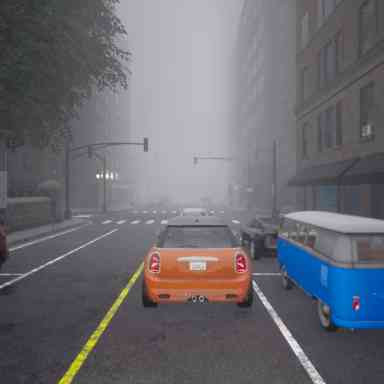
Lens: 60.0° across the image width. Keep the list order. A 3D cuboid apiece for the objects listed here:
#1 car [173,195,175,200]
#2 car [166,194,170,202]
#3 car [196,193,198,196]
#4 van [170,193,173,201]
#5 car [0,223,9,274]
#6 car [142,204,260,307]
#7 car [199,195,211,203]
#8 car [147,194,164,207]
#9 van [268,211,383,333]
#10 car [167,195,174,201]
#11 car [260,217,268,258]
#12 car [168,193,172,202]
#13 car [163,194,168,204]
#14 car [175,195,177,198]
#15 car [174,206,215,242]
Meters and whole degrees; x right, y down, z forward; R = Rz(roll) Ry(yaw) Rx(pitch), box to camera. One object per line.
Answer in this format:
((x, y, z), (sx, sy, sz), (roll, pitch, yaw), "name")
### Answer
((-5.671, 1.522, 77.462), (2.008, 1.369, 4.403), (0, 0, 0), "car")
((-5.670, 1.514, 61.109), (1.887, 1.381, 4.507), (0, 0, 0), "car")
((2.853, 1.506, 94.009), (1.752, 1.417, 4.829), (0, 0, 0), "car")
((-5.671, 1.311, 72.011), (1.690, 1.788, 3.998), (0, 0, 0), "van")
((-5.669, 1.314, 6.519), (2.192, 1.841, 5.009), (0, 0, 0), "car")
((0.102, 1.351, 8.113), (2.097, 1.767, 4.553), (0, 0, 0), "car")
((2.854, 1.409, 66.596), (1.967, 1.590, 4.097), (0, 0, 0), "car")
((-5.670, 1.498, 50.038), (1.752, 1.417, 4.829), (0, 0, 0), "car")
((2.856, 1.340, 6.559), (1.690, 1.788, 3.998), (0, 0, 0), "van")
((-5.671, 1.502, 88.193), (1.752, 1.417, 4.829), (0, 0, 0), "car")
((2.856, 1.563, 12.220), (1.947, 1.339, 4.313), (0, 0, 0), "car")
((-5.671, 1.514, 66.560), (1.887, 1.381, 4.507), (0, 0, 0), "car")
((-5.670, 1.521, 55.658), (2.008, 1.369, 4.403), (0, 0, 0), "car")
((-5.672, 1.289, 82.913), (2.192, 1.841, 5.009), (0, 0, 0), "car")
((0.101, 1.520, 17.114), (1.812, 1.442, 4.674), (0, 0, 0), "car")
